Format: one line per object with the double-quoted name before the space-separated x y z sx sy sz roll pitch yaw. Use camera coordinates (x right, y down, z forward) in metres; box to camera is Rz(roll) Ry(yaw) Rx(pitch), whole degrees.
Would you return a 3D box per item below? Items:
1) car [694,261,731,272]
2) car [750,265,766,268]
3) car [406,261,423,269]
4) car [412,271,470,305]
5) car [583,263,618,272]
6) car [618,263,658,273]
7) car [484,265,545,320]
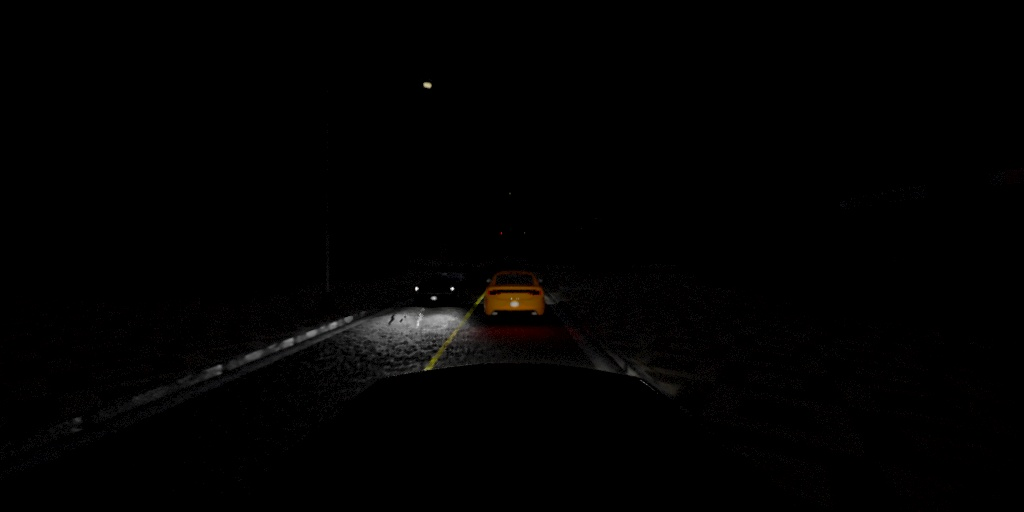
"car" 29.054 1.686 50.426 5.009 1.841 2.192 0 0 0
"car" 34.697 2.009 50.425 4.507 1.381 1.888 0 0 0
"car" -14.783 1.265 50.337 4.403 1.370 2.007 0 0 0
"car" -3.102 1.392 16.519 1.895 1.301 4.718 0 0 0
"car" 12.124 1.671 50.429 4.313 1.339 1.948 0 0 0
"car" 17.937 1.717 50.428 4.829 1.417 1.751 0 0 0
"car" 0.089 1.258 12.861 1.882 1.535 5.008 0 0 0
